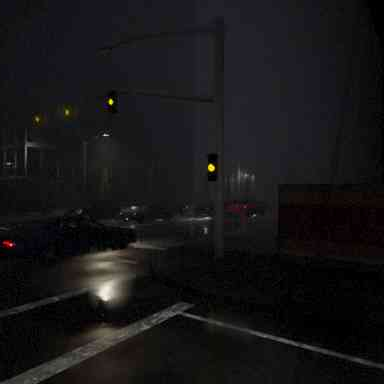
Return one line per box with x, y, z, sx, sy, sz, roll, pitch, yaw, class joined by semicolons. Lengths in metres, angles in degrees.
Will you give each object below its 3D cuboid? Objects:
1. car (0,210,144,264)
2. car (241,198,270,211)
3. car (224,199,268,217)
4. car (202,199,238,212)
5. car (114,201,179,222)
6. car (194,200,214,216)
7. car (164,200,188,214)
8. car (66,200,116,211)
-4.451;1.588;12.102;2.033;1.411;5.357;0;-1;35;car
8.054;1.581;41.953;1.812;1.442;4.674;0;0;36;car
5.342;1.407;31.828;2.097;1.767;4.553;0;0;36;car
3.576;1.603;41.729;2.033;1.411;5.357;0;0;35;car
-3.424;1.656;25.925;1.895;1.301;4.718;0;0;36;car
2.088;1.533;33.631;1.882;1.535;5.008;0;0;35;car
-2.376;1.560;33.408;1.837;1.490;4.892;0;0;36;car
-7.689;1.407;25.973;2.097;1.767;4.553;0;0;36;car
